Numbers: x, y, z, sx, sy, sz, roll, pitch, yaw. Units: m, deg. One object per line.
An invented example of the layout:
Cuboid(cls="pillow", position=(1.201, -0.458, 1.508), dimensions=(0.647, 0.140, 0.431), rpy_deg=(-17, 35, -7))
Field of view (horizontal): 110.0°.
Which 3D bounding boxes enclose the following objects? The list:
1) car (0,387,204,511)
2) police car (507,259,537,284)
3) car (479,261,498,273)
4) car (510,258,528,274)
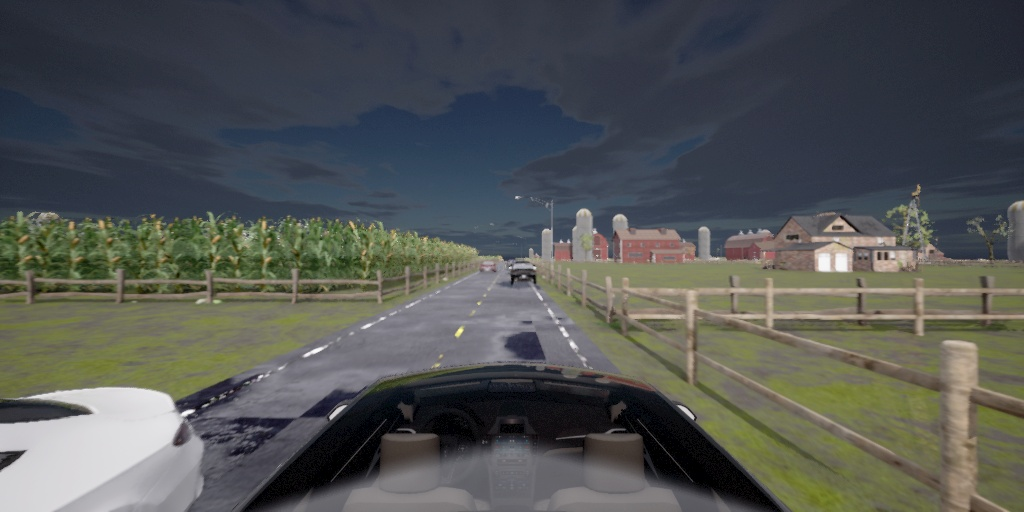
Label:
Cuboid(cls="car", position=(-2.838, 1.276, 0.365), dimensions=(1.812, 1.442, 4.674), rpy_deg=(0, 0, 0))
Cuboid(cls="police car", position=(0.821, 1.197, 27.089), dimensions=(1.930, 1.638, 5.238), rpy_deg=(0, 0, 0))
Cuboid(cls="car", position=(-2.836, 1.318, 43.483), dimensions=(1.812, 1.442, 4.674), rpy_deg=(0, 0, 0))
Cuboid(cls="car", position=(0.818, 1.144, 42.949), dimensions=(2.097, 1.767, 4.553), rpy_deg=(0, 0, 0))
